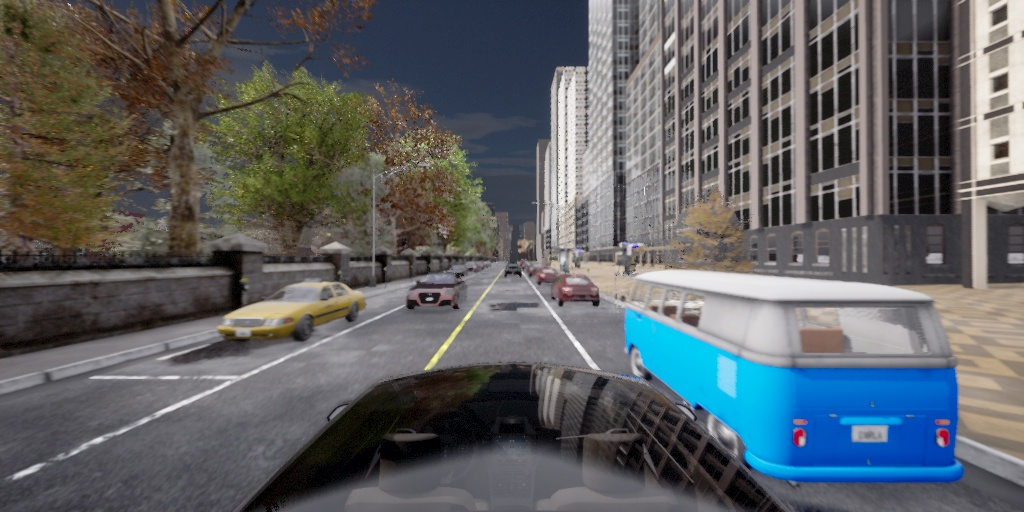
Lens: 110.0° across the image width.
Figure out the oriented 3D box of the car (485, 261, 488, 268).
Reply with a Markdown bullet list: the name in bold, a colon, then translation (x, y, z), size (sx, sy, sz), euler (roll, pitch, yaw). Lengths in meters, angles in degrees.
- **car**: translation (-5.699, 1.583, 60.856), size (1.967, 1.591, 4.097), euler (0, 0, 0)

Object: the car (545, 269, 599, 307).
- **car**: translation (2.687, 1.417, 15.802), size (1.802, 1.307, 4.207), euler (0, 0, 0)

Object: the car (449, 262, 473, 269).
- **car**: translation (-5.696, 1.544, 38.330), size (1.948, 1.339, 4.313), euler (0, 0, 0)

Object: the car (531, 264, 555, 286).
- **car**: translation (2.686, 1.488, 27.066), size (1.802, 1.307, 4.207), euler (0, 0, 0)

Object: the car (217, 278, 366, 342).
- **car**: translation (-5.693, 1.326, 9.999), size (1.751, 1.417, 4.829), euler (0, 0, 0)

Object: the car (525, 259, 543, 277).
- **car**: translation (2.684, 1.418, 38.331), size (1.967, 1.591, 4.097), euler (0, 0, 0)

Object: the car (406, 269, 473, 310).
- **car**: translation (-3.006, 1.397, 15.070), size (1.994, 1.385, 4.181), euler (0, 0, 0)

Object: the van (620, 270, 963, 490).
- **van**: translation (2.689, 1.107, 4.539), size (1.690, 1.789, 3.998), euler (0, 0, 0)

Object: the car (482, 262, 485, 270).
- **car**: translation (-5.698, 1.665, 55.223), size (1.948, 1.339, 4.313), euler (0, 0, 0)

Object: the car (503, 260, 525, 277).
- **car**: translation (0.097, 1.487, 38.985), size (1.837, 1.490, 4.892), euler (0, 0, 0)

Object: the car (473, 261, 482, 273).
- **car**: translation (-5.698, 1.497, 49.592), size (1.967, 1.591, 4.097), euler (0, 0, 0)
